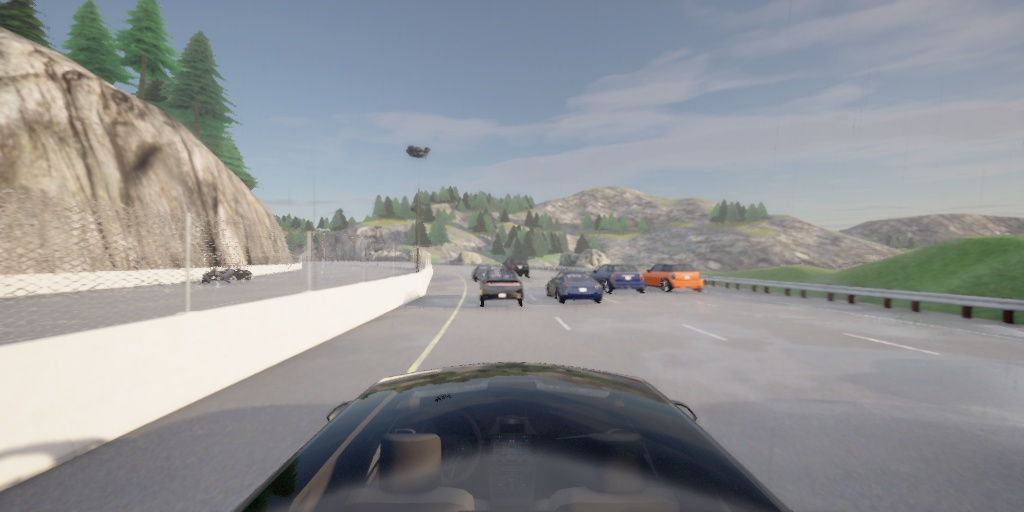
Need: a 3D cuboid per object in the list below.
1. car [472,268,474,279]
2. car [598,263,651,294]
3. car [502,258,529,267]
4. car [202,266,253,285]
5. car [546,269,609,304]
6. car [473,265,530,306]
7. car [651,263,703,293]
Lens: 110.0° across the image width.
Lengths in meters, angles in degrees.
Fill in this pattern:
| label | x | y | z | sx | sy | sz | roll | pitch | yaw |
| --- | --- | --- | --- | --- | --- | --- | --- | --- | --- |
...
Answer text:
| label | x | y | z | sx | sy | sz | roll | pitch | yaw |
| --- | --- | --- | --- | --- | --- | --- | --- | --- | --- |
| car | -2.665 | 1.543 | 33.248 | 1.994 | 1.385 | 4.181 | 0 | 0 | -9 |
| car | 6.011 | 1.216 | 21.340 | 2.097 | 1.767 | 4.553 | 0 | 0 | -6 |
| car | 0.279 | 1.213 | 36.742 | 2.150 | 2.045 | 5.566 | 0 | -1 | -11 |
| car | -23.334 | 1.501 | 29.562 | 1.994 | 1.385 | 4.181 | 0 | 0 | -10 |
| car | 2.869 | 1.412 | 17.222 | 1.994 | 1.385 | 4.181 | 0 | 0 | -4 |
| car | -0.553 | 1.346 | 16.398 | 2.128 | 1.511 | 4.902 | 0 | 0 | -4 |
| car | 9.475 | 1.207 | 21.908 | 2.097 | 1.767 | 4.553 | 0 | 0 | -6 |
